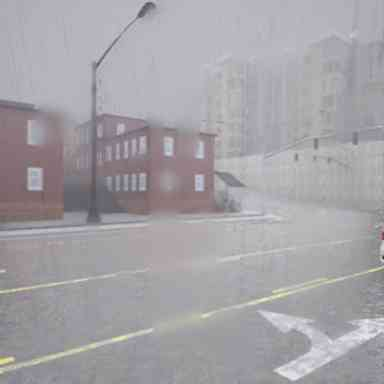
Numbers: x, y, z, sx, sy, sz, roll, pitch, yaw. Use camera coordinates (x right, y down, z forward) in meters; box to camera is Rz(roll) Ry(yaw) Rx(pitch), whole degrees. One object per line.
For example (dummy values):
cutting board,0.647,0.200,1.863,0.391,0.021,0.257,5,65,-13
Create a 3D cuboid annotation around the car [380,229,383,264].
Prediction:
car,7.355,1.244,9.055,5.566,2.045,2.150,0,0,-35
